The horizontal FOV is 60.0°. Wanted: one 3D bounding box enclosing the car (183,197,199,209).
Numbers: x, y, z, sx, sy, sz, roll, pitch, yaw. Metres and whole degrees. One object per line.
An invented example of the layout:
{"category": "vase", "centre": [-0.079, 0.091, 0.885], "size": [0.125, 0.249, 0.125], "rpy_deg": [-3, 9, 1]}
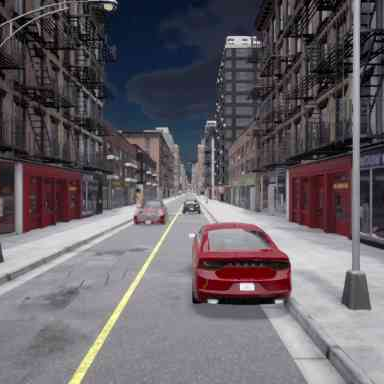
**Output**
{"category": "car", "centre": [-0.121, 1.525, 45.825], "size": [2.128, 1.511, 4.902], "rpy_deg": [0, 0, 0]}

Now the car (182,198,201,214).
{"category": "car", "centre": [-0.035, 1.545, 35.655], "size": [1.812, 1.442, 4.674], "rpy_deg": [0, 0, 0]}

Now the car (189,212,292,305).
{"category": "car", "centre": [0.939, 1.478, 8.189], "size": [1.882, 1.535, 5.008], "rpy_deg": [0, 0, 0]}

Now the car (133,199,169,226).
{"category": "car", "centre": [-2.820, 1.359, 23.666], "size": [2.097, 1.767, 4.553], "rpy_deg": [0, 0, 0]}
